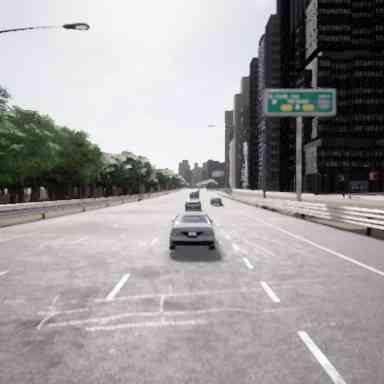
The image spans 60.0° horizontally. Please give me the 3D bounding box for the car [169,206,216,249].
[{"bbox_3d":[0.020,1.551,14.499,2.033,1.411,5.357,0,0,0],"label":"car"}]

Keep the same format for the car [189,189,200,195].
[{"bbox_3d":[0.527,0.987,71.077,2.150,2.045,5.566,0,0,1],"label":"car"}]

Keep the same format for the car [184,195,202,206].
[{"bbox_3d":[0.152,1.457,38.506,2.128,1.511,4.902,0,0,0],"label":"car"}]

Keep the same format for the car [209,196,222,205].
[{"bbox_3d":[3.914,1.379,54.740,2.128,1.511,4.902,0,1,1],"label":"car"}]
